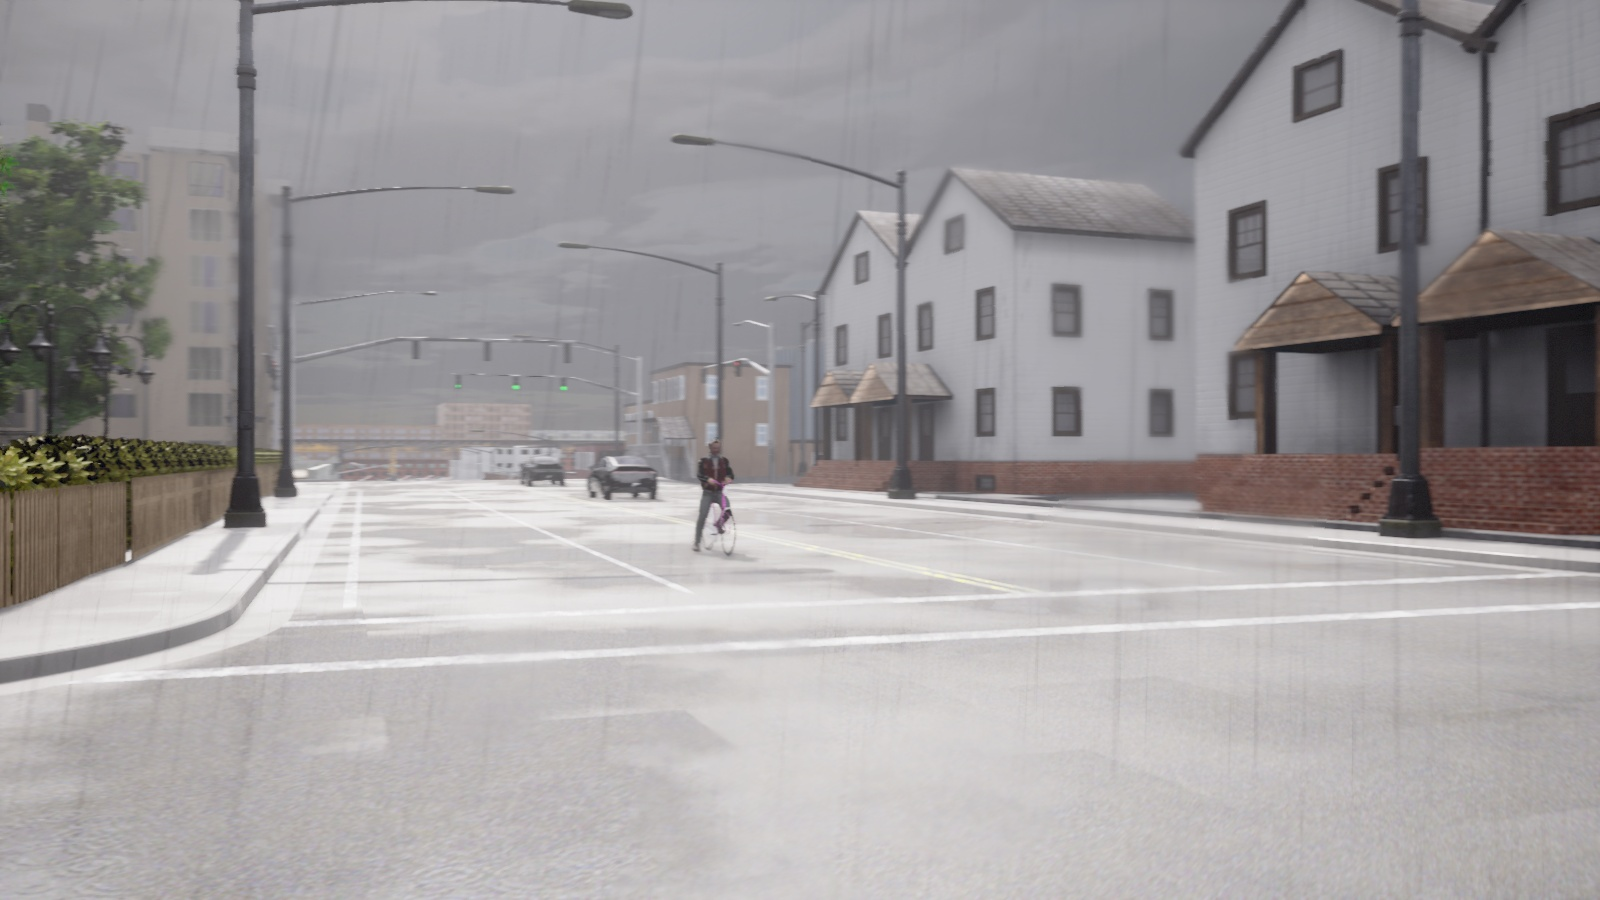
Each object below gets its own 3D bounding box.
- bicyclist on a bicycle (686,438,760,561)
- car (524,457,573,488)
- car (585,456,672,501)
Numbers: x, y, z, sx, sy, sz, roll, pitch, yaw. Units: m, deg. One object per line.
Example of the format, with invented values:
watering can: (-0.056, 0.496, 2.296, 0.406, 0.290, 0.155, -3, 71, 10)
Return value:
bicyclist on a bicycle: (-1.193, 0.722, 19.125, 0.659, 1.776, 1.843, 0, -1, -19)
car: (-12.914, 1.118, 64.303, 1.837, 1.490, 4.892, 0, 0, -19)
car: (-6.133, 0.961, 44.435, 2.128, 1.511, 4.902, 0, 0, -19)
